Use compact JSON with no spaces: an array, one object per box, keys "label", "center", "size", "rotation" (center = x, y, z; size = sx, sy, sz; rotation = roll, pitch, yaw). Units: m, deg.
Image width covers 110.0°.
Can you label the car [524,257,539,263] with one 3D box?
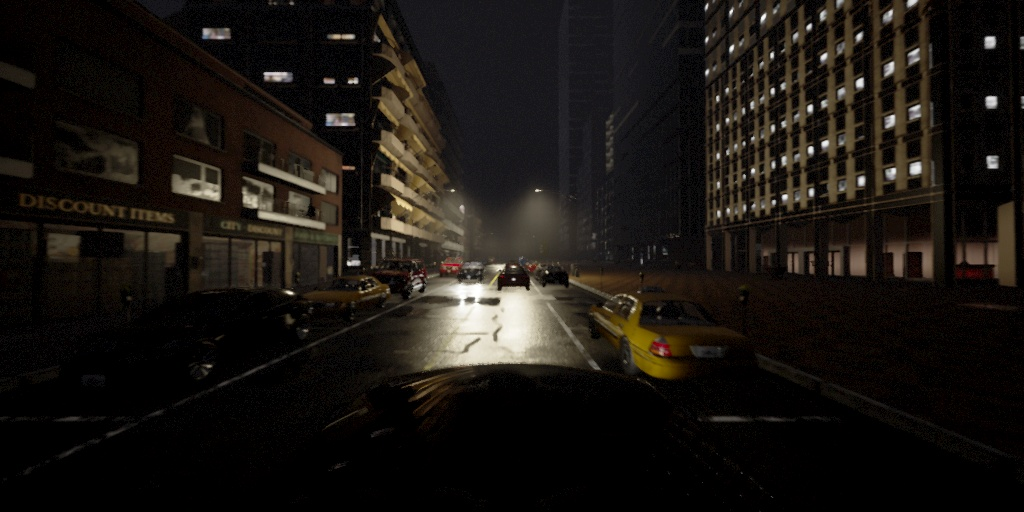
[{"label":"car","center":[2.689,1.195,40.470],"size":[1.967,1.591,4.097],"rotation":[0,0,0]}]

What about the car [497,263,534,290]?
[{"label":"car","center":[0.100,1.316,22.709],"size":[1.994,1.385,4.181],"rotation":[0,0,0]}]

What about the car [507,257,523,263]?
[{"label":"car","center":[0.097,1.261,44.548],"size":[1.837,1.490,4.892],"rotation":[0,0,0]}]

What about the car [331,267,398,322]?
[{"label":"car","center":[-5.690,1.276,12.453],"size":[1.751,1.417,4.829],"rotation":[0,0,0]}]

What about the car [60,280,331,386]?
[{"label":"car","center":[-5.690,1.316,7.054],"size":[1.948,1.339,4.313],"rotation":[0,0,0]}]

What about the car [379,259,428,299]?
[{"label":"car","center":[-5.690,1.066,18.193],"size":[2.192,1.841,5.009],"rotation":[0,0,0]}]

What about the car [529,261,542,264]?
[{"label":"car","center":[2.690,1.304,29.331],"size":[2.007,1.370,4.403],"rotation":[0,0,0]}]

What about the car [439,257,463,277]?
[{"label":"car","center":[-5.691,1.069,34.901],"size":[2.192,1.841,5.009],"rotation":[0,0,0]}]

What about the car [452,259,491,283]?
[{"label":"car","center":[-3.088,1.245,28.254],"size":[2.128,1.511,4.902],"rotation":[0,0,0]}]

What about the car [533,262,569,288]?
[{"label":"car","center":[2.690,1.303,23.762],"size":[2.007,1.370,4.403],"rotation":[0,0,0]}]

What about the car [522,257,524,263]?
[{"label":"car","center":[2.689,1.198,51.610],"size":[1.967,1.591,4.097],"rotation":[0,0,0]}]

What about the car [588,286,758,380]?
[{"label":"car","center":[2.691,1.276,7.223],"size":[1.751,1.417,4.829],"rotation":[0,0,0]}]

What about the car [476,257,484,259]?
[{"label":"car","center":[-5.692,1.311,57.180],"size":[2.007,1.370,4.403],"rotation":[0,0,0]}]
